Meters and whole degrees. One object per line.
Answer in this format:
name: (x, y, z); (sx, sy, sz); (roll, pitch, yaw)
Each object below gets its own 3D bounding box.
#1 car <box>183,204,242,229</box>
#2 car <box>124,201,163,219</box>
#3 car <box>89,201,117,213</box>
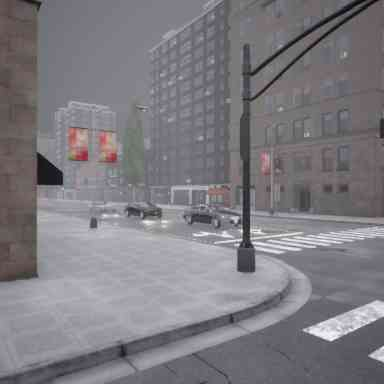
car: (1.284, 1.554, 22.549); (2.128, 1.511, 4.902); (0, 0, -36)
car: (-4.538, 1.579, 30.659); (1.882, 1.535, 5.008); (0, 0, -35)
car: (-10.440, 1.741, 38.894); (1.895, 1.301, 4.718); (0, 0, -36)
